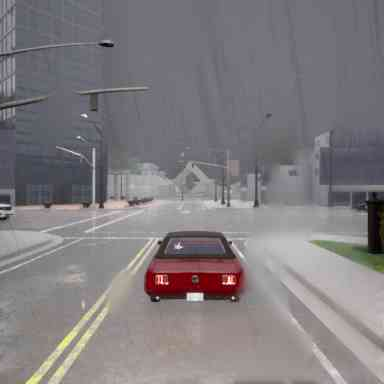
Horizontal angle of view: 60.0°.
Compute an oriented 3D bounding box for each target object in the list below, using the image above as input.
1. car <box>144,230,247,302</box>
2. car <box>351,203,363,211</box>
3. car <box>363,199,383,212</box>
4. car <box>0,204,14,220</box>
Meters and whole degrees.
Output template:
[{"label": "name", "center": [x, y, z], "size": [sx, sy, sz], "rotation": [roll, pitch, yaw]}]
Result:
[{"label": "car", "center": [0.072, 1.600, 8.208], "size": [1.895, 1.301, 4.718], "rotation": [0, 0, 0]}, {"label": "car", "center": [20.984, 1.495, 37.627], "size": [5.357, 1.411, 2.033], "rotation": [0, 0, -1]}, {"label": "car", "center": [20.968, 1.493, 34.117], "size": [5.357, 1.411, 2.033], "rotation": [0, 0, -1]}, {"label": "car", "center": [-17.335, 1.337, 26.611], "size": [5.566, 2.045, 2.150], "rotation": [-1, 0, 0]}]
